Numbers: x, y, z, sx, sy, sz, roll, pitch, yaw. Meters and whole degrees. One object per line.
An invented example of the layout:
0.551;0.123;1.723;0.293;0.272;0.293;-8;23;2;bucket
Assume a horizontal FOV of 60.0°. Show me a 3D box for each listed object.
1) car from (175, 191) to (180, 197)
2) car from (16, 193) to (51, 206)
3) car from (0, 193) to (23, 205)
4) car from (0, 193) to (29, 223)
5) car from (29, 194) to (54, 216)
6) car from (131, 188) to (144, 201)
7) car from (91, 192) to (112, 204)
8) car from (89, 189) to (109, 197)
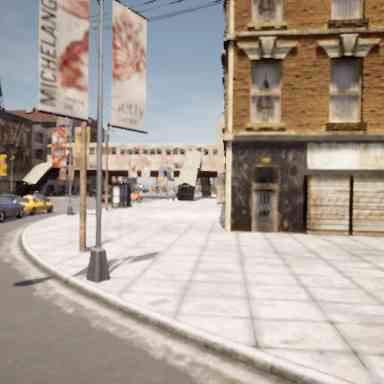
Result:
-3.328;0.595;94.021;2.231;1.521;4.892;1;1;16;car
-19.650;0.900;41.372;1.994;1.385;4.181;1;1;7;car
-23.192;0.847;41.194;1.994;1.385;4.181;1;1;7;car
-12.782;0.965;21.796;2.097;1.767;4.553;1;1;-8;car
-13.022;1.020;26.963;1.801;1.575;5.366;1;1;2;car
-10.501;0.658;60.295;2.097;1.767;4.553;1;1;7;car
-12.275;0.985;48.395;1.895;1.301;4.718;1;0;11;car
-22.023;0.207;77.418;2.435;2.045;5.566;1;1;6;car
